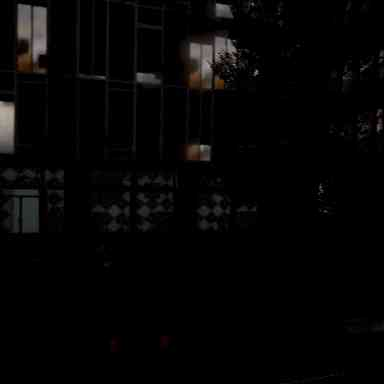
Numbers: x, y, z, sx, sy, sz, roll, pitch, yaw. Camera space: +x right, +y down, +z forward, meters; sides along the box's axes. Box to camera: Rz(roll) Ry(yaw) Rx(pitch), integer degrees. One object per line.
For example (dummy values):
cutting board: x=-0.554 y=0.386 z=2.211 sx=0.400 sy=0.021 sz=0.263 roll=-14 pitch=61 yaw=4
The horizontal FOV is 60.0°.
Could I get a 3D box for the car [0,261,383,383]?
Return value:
car: x=-0.641 y=1.345 z=2.449 sx=4.097 sy=1.590 sz=1.967 roll=1 pitch=1 yaw=-14
